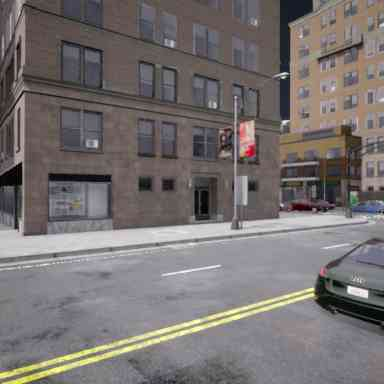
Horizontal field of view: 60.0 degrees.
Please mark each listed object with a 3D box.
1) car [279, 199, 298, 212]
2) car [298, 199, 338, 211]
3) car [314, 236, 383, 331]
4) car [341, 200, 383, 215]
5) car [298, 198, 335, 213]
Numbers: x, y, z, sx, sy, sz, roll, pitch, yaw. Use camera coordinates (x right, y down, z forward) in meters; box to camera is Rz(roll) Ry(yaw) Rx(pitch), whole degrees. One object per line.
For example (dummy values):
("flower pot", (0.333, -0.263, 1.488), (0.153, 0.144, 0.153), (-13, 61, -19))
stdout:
("car", (9.218, 1.419, 37.265), (1.967, 1.590, 4.097), (0, 0, -35))
("car", (15.788, 1.576, 41.872), (1.947, 1.339, 4.313), (0, 0, -35))
("car", (4.281, 1.564, 6.469), (4.181, 1.385, 1.994), (0, 0, -35))
("car", (17.913, 1.548, 33.454), (2.033, 1.411, 5.357), (0, 0, -36))
("car", (12.679, 1.468, 36.746), (1.882, 1.535, 5.008), (0, 0, -35))
